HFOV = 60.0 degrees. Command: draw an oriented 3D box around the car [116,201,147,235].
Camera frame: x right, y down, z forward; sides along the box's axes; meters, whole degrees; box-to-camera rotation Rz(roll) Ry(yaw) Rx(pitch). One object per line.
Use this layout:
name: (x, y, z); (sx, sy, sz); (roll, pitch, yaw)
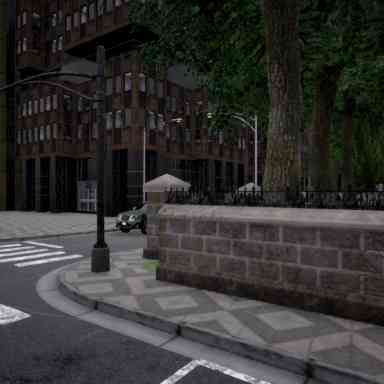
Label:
car: (-2.441, 1.584, 22.039); (2.150, 2.045, 5.566); (0, -1, 35)
